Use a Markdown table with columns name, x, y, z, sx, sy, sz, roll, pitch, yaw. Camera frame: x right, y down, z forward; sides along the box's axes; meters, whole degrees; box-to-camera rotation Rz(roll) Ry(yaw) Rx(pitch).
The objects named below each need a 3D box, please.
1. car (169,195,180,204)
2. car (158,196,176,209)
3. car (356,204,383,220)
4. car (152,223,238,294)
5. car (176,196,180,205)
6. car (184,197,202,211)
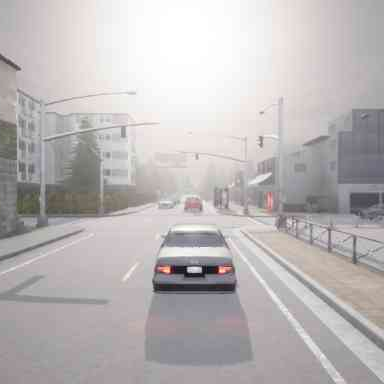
| name | x | y | z | sx | sy | sz | roll | pitch | yaw |
| --- | --- | --- | --- | --- | --- | --- | --- | --- | --- |
| car | -3.440 | 1.478 | 65.975 | 1.882 | 1.535 | 5.008 | 0 | 0 | 0 |
| car | -3.534 | 1.526 | 45.830 | 1.812 | 1.442 | 4.674 | 0 | 0 | 0 |
| car | 16.756 | 1.740 | 29.296 | 4.181 | 1.385 | 1.994 | 0 | 0 | 0 |
| car | 0.072 | 1.547 | 8.922 | 2.033 | 1.411 | 5.357 | 0 | 0 | 1 |
| car | -3.508 | 1.505 | 55.834 | 1.837 | 1.490 | 4.892 | 0 | 0 | 0 |
| car | 0.154 | 1.352 | 41.624 | 2.097 | 1.767 | 4.553 | 0 | 0 | 1 |
